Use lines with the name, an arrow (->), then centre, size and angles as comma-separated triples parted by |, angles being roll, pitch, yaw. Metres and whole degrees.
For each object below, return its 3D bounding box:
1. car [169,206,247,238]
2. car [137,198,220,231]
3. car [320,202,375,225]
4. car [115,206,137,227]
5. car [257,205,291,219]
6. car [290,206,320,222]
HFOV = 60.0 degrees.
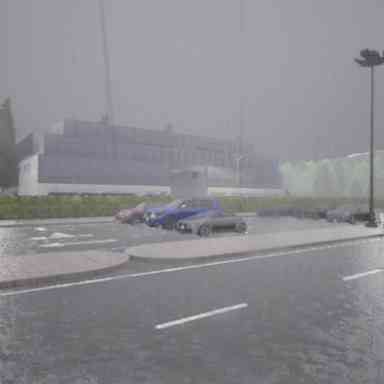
car -> 1.136, 1.721, 18.919 | 4.181, 1.385, 1.994 | 1, -1, -35
car -> -0.475, 1.388, 22.069 | 5.566, 2.045, 2.150 | 1, -1, -35
car -> 13.068, 1.695, 27.421 | 4.553, 1.767, 2.097 | 1, 0, -35
car -> -3.290, 1.504, 24.362 | 4.553, 1.767, 2.097 | 1, 0, -35
car -> 8.671, 1.942, 32.889 | 4.718, 1.301, 1.895 | 1, -1, -35
car -> 11.590, 1.955, 30.665 | 4.718, 1.301, 1.895 | 1, -1, -35
